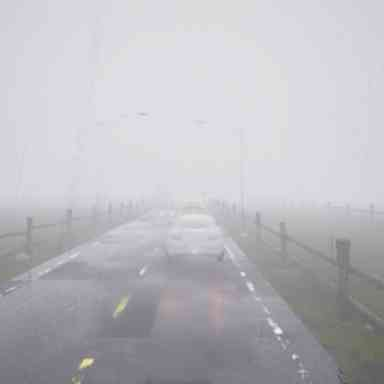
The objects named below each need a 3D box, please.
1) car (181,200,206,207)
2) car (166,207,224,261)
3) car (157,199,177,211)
[{"bbox_3d":[0.104,1.416,27.661,1.882,1.535,5.008,0,0,0],"label":"car"},{"bbox_3d":[0.094,1.498,12.004,1.812,1.442,4.674,0,0,0],"label":"car"},{"bbox_3d":[-2.816,1.481,38.220,1.994,1.385,4.181,0,0,0],"label":"car"}]
